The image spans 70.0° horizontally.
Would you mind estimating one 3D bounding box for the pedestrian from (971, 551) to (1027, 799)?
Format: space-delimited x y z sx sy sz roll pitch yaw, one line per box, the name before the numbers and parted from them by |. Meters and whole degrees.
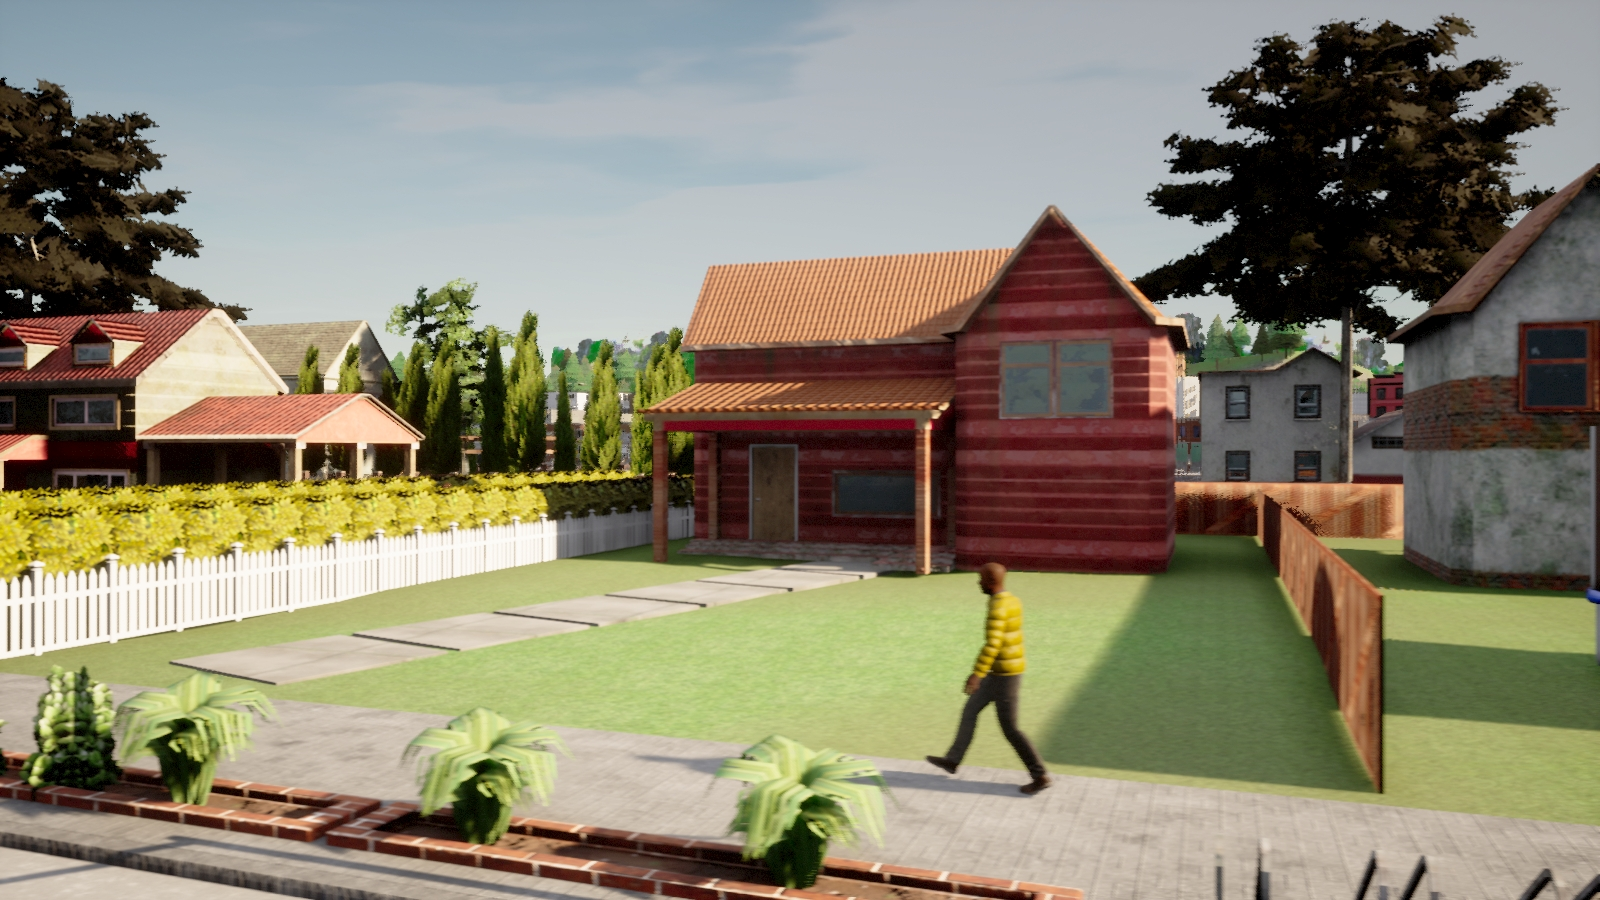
pedestrian | 1.569 1.743 8.979 0.375 1.860 0.375 0 0 20
